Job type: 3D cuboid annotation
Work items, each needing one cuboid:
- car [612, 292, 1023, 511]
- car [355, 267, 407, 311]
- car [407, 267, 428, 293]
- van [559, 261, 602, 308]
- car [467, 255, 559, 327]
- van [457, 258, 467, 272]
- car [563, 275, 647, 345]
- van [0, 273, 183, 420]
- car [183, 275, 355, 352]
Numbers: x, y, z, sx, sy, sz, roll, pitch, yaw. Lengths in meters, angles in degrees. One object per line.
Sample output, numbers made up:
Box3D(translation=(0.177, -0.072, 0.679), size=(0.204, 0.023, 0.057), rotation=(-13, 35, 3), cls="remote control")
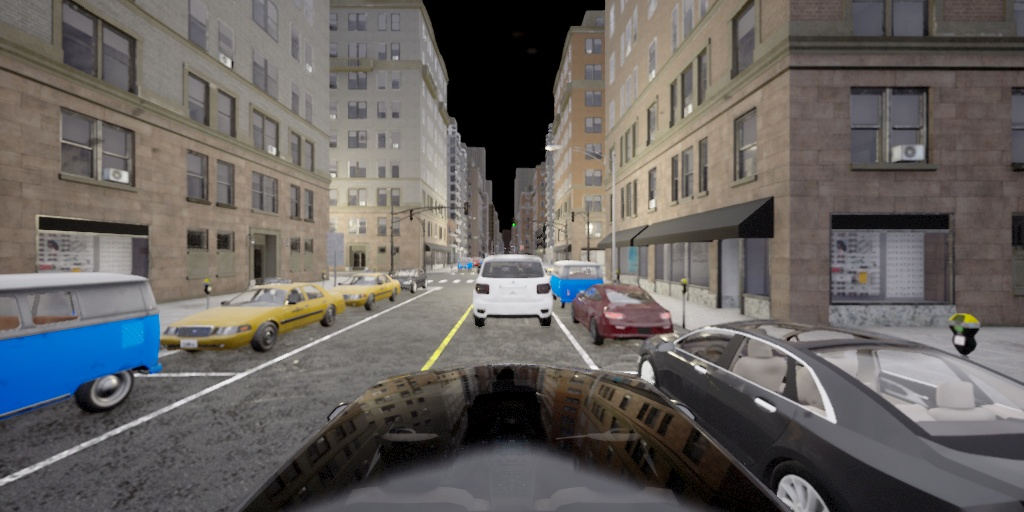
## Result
Box3D(translation=(2.659, 1.303, 3.527), size=(2.007, 1.370, 4.403), rotation=(0, 0, 0), cls="car")
Box3D(translation=(-5.952, 1.289, 14.615), size=(1.751, 1.417, 4.829), rotation=(0, 0, 0), cls="car")
Box3D(translation=(-5.998, 1.317, 20.453), size=(2.007, 1.370, 4.403), rotation=(0, 0, 0), cls="car")
Box3D(translation=(2.571, 1.104, 14.867), size=(1.690, 1.789, 3.998), rotation=(0, 0, 0), cls="van")
Box3D(translation=(0.006, 0.985, 11.652), size=(2.150, 2.045, 5.566), rotation=(0, 0, 0), cls="car")
Box3D(translation=(-6.207, 1.121, 47.648), size=(1.690, 1.789, 3.998), rotation=(0, 0, 0), cls="van")
Box3D(translation=(2.615, 1.341, 9.197), size=(1.802, 1.307, 4.207), rotation=(0, 0, 0), cls="car")
Box3D(translation=(-5.866, 1.094, 3.447), size=(1.690, 1.789, 3.998), rotation=(0, 0, 0), cls="van")
Box3D(translation=(-5.909, 1.285, 8.946), size=(1.751, 1.417, 4.829), rotation=(0, 0, 0), cls="car")
